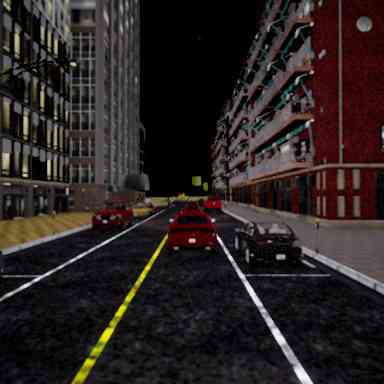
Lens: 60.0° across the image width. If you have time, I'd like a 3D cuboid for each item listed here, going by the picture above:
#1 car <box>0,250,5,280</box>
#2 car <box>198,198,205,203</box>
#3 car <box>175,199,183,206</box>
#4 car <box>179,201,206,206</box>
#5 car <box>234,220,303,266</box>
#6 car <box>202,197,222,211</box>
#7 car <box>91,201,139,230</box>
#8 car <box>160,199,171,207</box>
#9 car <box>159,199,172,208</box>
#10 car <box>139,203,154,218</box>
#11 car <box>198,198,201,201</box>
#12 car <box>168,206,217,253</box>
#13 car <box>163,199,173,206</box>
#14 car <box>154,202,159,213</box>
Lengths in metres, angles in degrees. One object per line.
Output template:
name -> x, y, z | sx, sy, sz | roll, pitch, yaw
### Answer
car -> -5.309, 1.611, 6.228 | 2.008, 1.369, 4.403 | 0, -1, 0
car -> 2.624, 2.434, 94.710 | 2.008, 1.369, 4.403 | 0, -1, 0
car -> -2.708, 2.210, 71.801 | 2.033, 1.411, 5.357 | 0, -1, 0
car -> 0.023, 1.805, 29.396 | 1.812, 1.442, 4.674 | 0, 0, 0
car -> 2.574, 1.664, 11.810 | 2.008, 1.369, 4.403 | 0, -1, 0
car -> 3.010, 1.679, 47.768 | 2.150, 2.045, 5.566 | 0, -1, 0
car -> -5.299, 1.532, 22.829 | 2.192, 1.841, 5.009 | 0, -1, 0
car -> -5.273, 2.195, 67.089 | 1.947, 1.339, 4.313 | 0, -1, 0
car -> -5.276, 2.101, 61.387 | 1.752, 1.417, 4.829 | 0, -1, 0
car -> -5.293, 1.845, 33.723 | 1.752, 1.417, 4.829 | 0, -1, 0
car -> 2.621, 2.415, 89.183 | 1.802, 1.307, 4.206 | 0, -1, 0
car -> 0.014, 1.616, 14.473 | 1.882, 1.535, 5.008 | 0, 0, 0
car -> -5.270, 2.204, 72.453 | 1.752, 1.417, 4.829 | 0, -1, 0
car -> -5.289, 1.955, 39.425 | 1.802, 1.307, 4.206 | 0, -1, 0
